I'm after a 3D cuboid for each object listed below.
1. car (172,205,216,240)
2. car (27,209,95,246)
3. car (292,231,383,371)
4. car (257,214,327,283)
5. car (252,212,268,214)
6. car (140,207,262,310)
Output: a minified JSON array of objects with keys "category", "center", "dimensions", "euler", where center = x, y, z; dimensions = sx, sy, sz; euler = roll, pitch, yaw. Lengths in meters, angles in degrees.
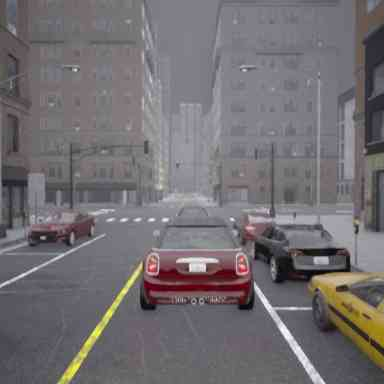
[{"category":"car","center":[0.064,1.504,18.158],"dimensions":[2.033,1.411,5.357],"euler":[0,0,0]},{"category":"car","center":[-5.707,1.509,14.983],"dimensions":[1.887,1.381,4.507],"euler":[-1,0,0]},{"category":"car","center":[2.858,1.516,3.999],"dimensions":[1.752,1.417,4.829],"euler":[-1,0,0]},{"category":"car","center":[2.849,1.543,9.416],"dimensions":[1.947,1.339,4.313],"euler":[-1,0,0]},{"category":"car","center":[2.839,1.546,15.002],"dimensions":[1.802,1.307,4.206],"euler":[-1,0,0]},{"category":"car","center":[0.086,1.333,7.920],"dimensions":[2.097,1.767,4.553],"euler":[0,0,0]}]
